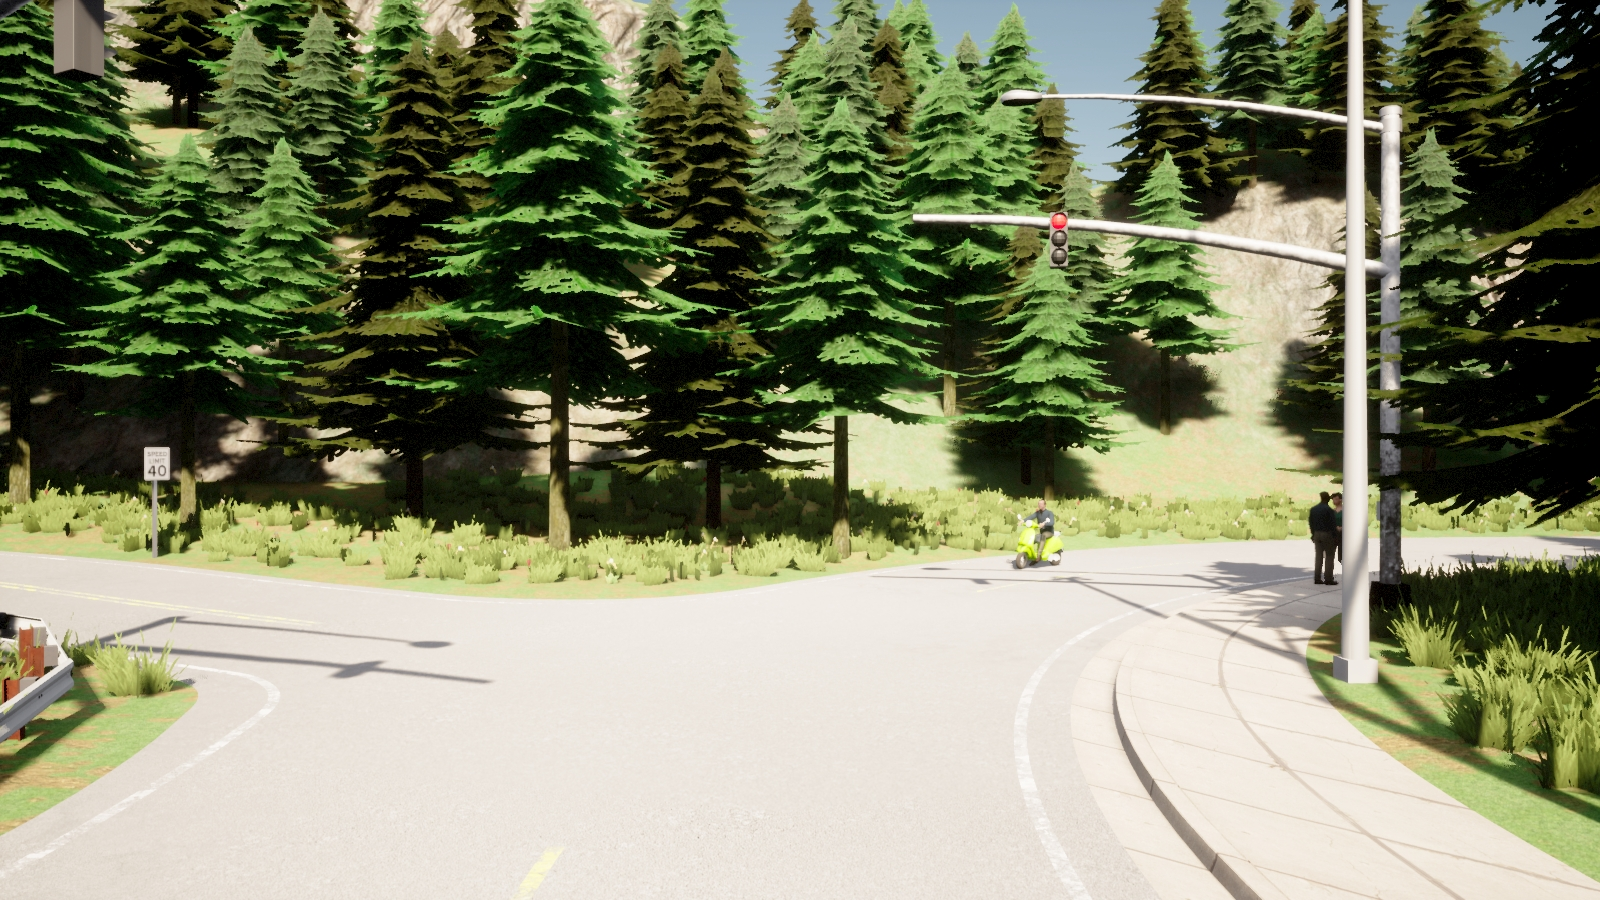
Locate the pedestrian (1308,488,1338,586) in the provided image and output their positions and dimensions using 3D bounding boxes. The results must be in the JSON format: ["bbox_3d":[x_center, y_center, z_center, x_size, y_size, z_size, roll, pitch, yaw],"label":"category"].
[{"bbox_3d":[10.104,1.668,22.070,0.375,1.860,0.375,0,0,-29],"label":"pedestrian"}]

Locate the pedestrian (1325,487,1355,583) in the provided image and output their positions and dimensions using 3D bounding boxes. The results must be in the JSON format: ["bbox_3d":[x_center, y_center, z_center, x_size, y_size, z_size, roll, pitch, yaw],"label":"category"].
[{"bbox_3d":[10.639,1.668,22.518,0.375,1.860,0.375,0,0,-29],"label":"pedestrian"}]

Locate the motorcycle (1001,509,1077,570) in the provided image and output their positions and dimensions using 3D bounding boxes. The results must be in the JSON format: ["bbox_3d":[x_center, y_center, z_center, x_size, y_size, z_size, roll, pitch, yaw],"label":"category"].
[{"bbox_3d":[5.702,2.113,27.217,1.805,1.316,0.856,0,0,-41],"label":"motorcycle"}]
